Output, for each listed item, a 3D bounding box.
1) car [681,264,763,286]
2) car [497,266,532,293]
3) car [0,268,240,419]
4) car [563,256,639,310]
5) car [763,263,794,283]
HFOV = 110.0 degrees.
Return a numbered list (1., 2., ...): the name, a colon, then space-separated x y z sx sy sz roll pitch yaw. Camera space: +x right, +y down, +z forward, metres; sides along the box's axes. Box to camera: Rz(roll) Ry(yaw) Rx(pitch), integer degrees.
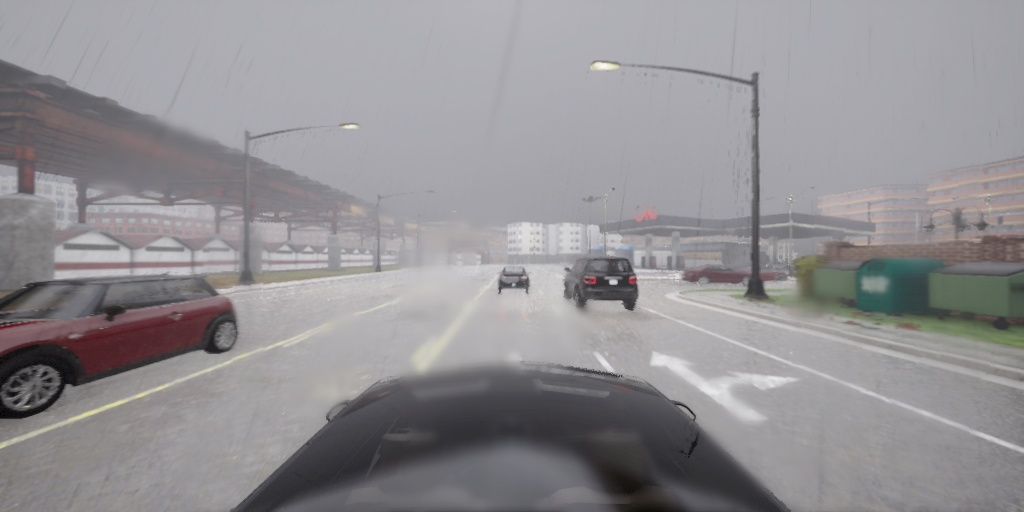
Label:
1. car: 15.285 1.383 26.633 5.008 1.535 1.882 0 0 2
2. car: 0.146 1.368 21.747 2.128 1.511 4.902 0 0 1
3. car: -7.023 1.131 5.908 2.097 1.767 4.553 0 0 0
4. car: 3.594 1.056 15.358 2.150 2.045 5.566 0 -1 0
5. car: 20.472 1.489 29.919 4.181 1.385 1.994 0 0 0
